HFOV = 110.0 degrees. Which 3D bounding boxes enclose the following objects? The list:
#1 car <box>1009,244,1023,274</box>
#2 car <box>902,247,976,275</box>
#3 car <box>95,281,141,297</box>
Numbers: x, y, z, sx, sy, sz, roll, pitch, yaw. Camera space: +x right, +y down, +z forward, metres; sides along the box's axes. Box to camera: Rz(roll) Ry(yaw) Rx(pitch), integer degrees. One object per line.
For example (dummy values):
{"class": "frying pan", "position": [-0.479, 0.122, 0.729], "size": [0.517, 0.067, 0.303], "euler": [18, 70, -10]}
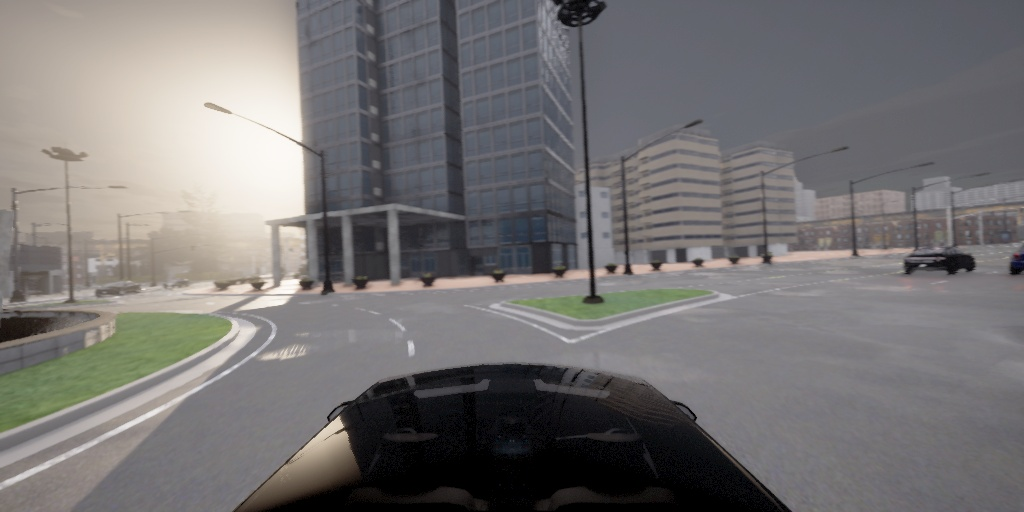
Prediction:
{"class": "car", "position": [26.976, -0.048, 17.810], "size": [4.553, 1.767, 2.097], "euler": [-2, 0, -26]}
{"class": "car", "position": [24.262, 0.237, 20.380], "size": [4.902, 1.511, 2.128], "euler": [-2, 0, -26]}
{"class": "car", "position": [-42.048, 3.443, 38.381], "size": [1.882, 1.535, 5.008], "euler": [-2, 0, -24]}
